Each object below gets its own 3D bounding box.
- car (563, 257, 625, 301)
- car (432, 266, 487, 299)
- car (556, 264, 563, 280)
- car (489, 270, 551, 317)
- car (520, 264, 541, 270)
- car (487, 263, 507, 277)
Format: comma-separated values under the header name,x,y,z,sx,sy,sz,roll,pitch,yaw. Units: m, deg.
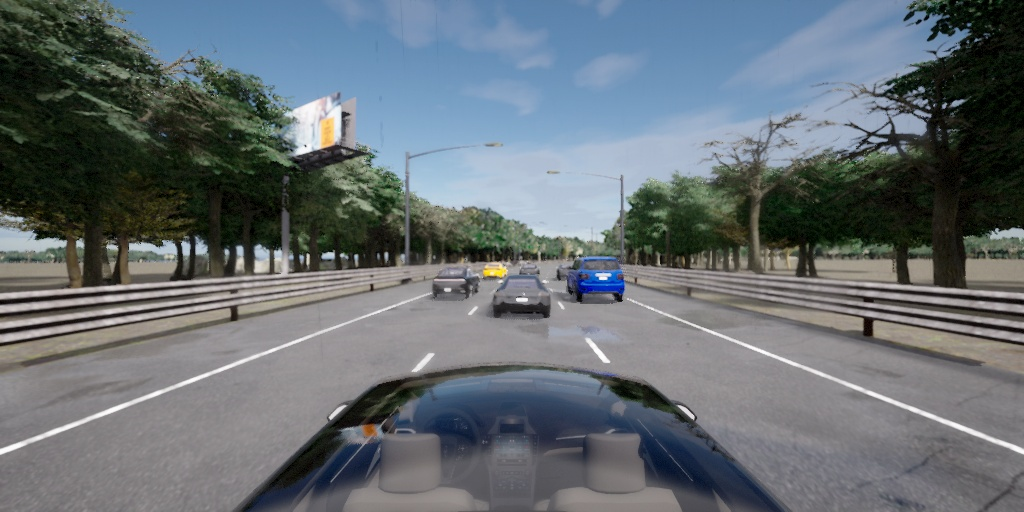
name,x,y,z,sx,sy,sz,roll,pitch,yaw
car,4.103,1.095,18.253,2.150,2.045,5.566,0,0,3
car,-2.853,1.368,19.090,2.128,1.511,4.902,0,0,3
car,5.253,1.490,34.461,2.128,1.511,4.902,0,0,5
car,0.398,1.402,13.592,1.994,1.385,4.181,0,0,2
car,1.750,1.489,34.598,2.128,1.511,4.902,0,0,5
car,-1.642,1.484,35.939,1.882,1.535,5.008,0,0,5
